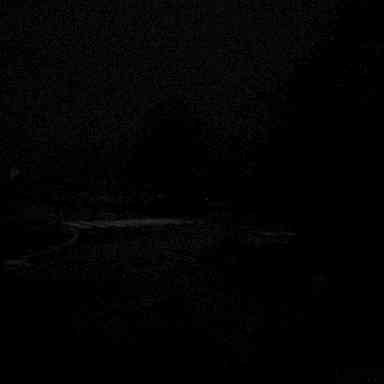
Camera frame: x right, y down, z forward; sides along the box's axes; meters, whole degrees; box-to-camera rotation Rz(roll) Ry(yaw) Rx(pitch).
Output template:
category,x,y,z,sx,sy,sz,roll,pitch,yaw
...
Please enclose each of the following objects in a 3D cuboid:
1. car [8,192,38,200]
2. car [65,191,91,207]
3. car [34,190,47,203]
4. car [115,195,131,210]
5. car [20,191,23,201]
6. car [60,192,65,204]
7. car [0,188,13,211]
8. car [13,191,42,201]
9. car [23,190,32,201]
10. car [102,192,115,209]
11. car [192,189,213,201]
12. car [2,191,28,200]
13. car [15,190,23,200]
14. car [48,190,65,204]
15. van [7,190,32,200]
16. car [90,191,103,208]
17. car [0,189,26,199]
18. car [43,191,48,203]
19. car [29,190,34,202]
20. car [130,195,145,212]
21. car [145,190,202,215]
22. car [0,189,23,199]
category,x,y,z,sx,sy,sz,roll,pitch,yaw
car,-34.269,0.862,67.659,2.231,1.521,4.892,2,-1,28
car,-13.882,0.905,45.333,2.435,2.045,5.566,2,-1,28
car,-22.049,0.787,54.253,2.435,2.045,5.566,2,-1,28
car,-5.734,1.149,36.411,2.185,1.767,4.553,1,-1,27
car,-28.175,0.979,60.937,2.163,1.488,4.792,2,-1,28
car,-15.934,1.156,47.557,2.163,1.488,4.792,2,-1,28
car,-15.117,0.653,21.574,2.435,2.045,5.566,1,0,28
car,-32.260,0.764,65.402,2.185,1.767,4.553,1,-1,28
car,-26.097,0.730,58.766,2.435,2.045,5.566,1,-1,27
car,-7.739,1.121,38.694,2.185,1.767,4.553,2,-1,28
car,0.206,0.347,40.167,1.895,1.301,4.718,2,3,-42
car,-38.329,0.676,72.143,2.185,1.767,4.553,2,-1,27
car,-30.210,0.794,63.172,2.185,1.767,4.553,1,-1,28
car,-17.936,0.848,49.847,2.435,2.045,5.566,1,-1,27
van,-36.258,0.609,69.994,1.878,1.987,4.442,1,-1,28
car,-9.787,1.092,40.923,2.185,1.767,4.553,2,-1,28
car,-40.388,0.518,74.322,2.435,2.045,5.566,2,-1,27
car,-20.015,1.069,52.042,2.231,1.521,4.892,1,-1,28
car,-24.162,1.001,56.339,1.946,1.575,5.366,2,-1,28
car,-3.677,1.306,34.209,2.231,1.521,4.892,2,-1,28
car,-1.630,1.084,32.007,2.435,2.045,5.566,1,-1,28
car,-42.423,0.489,76.607,2.435,2.045,5.566,1,-1,28
